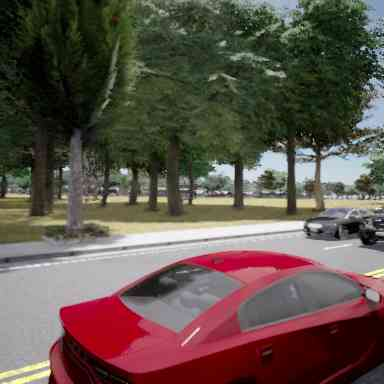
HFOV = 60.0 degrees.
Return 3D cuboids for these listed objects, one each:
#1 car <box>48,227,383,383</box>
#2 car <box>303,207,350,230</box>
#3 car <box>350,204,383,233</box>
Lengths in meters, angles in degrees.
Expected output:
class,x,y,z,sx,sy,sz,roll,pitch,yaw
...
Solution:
class,x,y,z,sx,sy,sz,roll,pitch,yaw
car,0.953,1.482,4.120,5.008,1.535,1.882,0,0,-36
car,7.782,1.543,17.217,4.902,1.511,2.128,0,0,-35
car,9.508,1.272,14.457,5.566,2.045,2.150,0,0,-35
